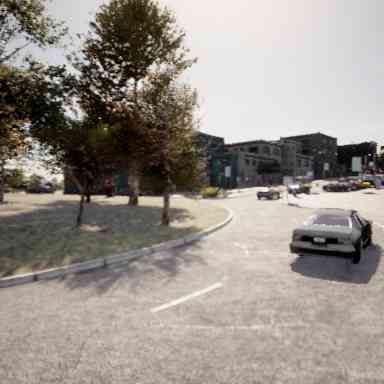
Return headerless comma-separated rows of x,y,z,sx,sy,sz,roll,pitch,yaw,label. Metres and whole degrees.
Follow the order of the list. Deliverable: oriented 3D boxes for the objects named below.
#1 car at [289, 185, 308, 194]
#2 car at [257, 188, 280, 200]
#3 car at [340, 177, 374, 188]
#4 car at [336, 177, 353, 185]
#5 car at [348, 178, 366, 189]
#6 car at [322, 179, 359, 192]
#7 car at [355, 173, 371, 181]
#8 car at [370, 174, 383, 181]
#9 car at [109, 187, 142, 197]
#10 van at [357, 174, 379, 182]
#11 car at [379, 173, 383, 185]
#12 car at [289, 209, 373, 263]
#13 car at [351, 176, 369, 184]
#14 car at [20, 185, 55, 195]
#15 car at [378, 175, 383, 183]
16.905,-0.483,52.389,4.181,1.385,1.994,-6,4,-44,car
10.163,0.181,44.054,2.128,1.511,4.902,0,3,34,car
26.639,-1.206,55.197,5.366,1.575,1.946,-1,4,26,car
33.824,-2.502,73.523,4.674,1.442,1.812,-6,4,-44,car
24.637,-0.943,52.996,4.674,1.452,2.002,-1,4,26,car
22.459,-0.761,50.880,4.892,1.521,2.231,-1,4,26,car
41.861,-3.649,81.378,4.553,1.767,2.097,-6,4,-44,car
44.461,-3.486,79.376,4.902,1.511,2.128,-6,4,-44,car
-8.951,0.040,46.342,5.357,1.411,2.033,1,-1,26,car
29.076,-1.653,57.179,4.442,1.987,1.878,-1,4,26,van
31.113,-1.897,59.356,5.566,2.045,2.435,-1,4,26,car
4.761,1.261,11.028,2.033,1.411,5.357,1,2,33,car
35.796,-2.526,70.906,5.008,1.535,1.882,-6,4,-44,car
-22.798,-0.244,49.786,4.892,1.490,1.837,0,0,23,car
42.007,-2.754,69.985,4.892,1.521,2.231,-1,4,26,car
